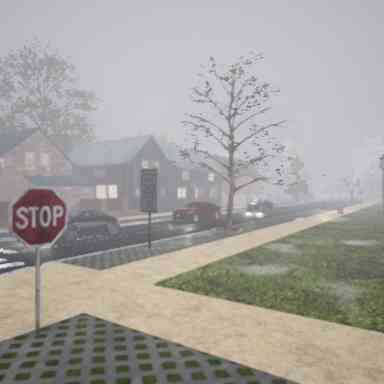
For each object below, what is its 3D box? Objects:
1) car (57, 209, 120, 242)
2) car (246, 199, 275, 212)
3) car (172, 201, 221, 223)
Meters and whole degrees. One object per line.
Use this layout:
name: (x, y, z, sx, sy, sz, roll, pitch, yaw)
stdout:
car: (-5.640, 1.578, 16.735, 1.994, 1.385, 4.181, 0, 0, 34)
car: (7.546, 1.459, 36.495, 1.994, 1.385, 4.181, 0, 0, 34)
car: (0.421, 1.436, 25.856, 1.882, 1.535, 5.008, 0, 0, 34)
